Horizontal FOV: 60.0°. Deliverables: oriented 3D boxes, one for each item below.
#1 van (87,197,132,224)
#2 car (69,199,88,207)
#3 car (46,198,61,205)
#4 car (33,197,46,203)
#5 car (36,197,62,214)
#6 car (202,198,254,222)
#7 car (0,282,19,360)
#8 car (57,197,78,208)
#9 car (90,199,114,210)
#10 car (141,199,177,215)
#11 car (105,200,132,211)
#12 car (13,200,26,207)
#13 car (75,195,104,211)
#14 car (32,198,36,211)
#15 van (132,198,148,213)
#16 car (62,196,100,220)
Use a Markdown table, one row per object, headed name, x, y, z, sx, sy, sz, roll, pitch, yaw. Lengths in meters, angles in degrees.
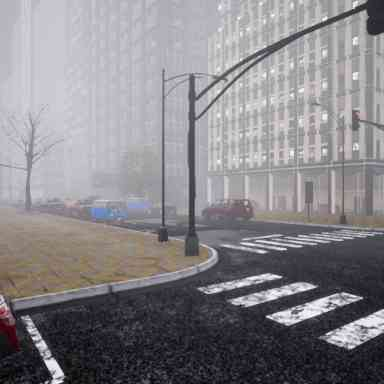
| name | x | y | z | sx | sy | sz | roll | pitch | yaw |
| --- | --- | --- | --- | --- | --- | --- | --- | --- | --- |
| van | -6.646 | 1.499 | 26.428 | 1.690 | 1.788 | 3.998 | 0 | 0 | -36 |
| car | -20.179 | 1.940 | 58.913 | 2.008 | 1.369 | 4.403 | 0 | 0 | -36 |
| car | -30.322 | 2.061 | 72.673 | 1.947 | 1.339 | 4.313 | 0 | 0 | -36 |
| car | -39.084 | 2.063 | 85.088 | 1.882 | 1.535 | 5.008 | 0 | 0 | -36 |
| car | -16.788 | 1.584 | 40.187 | 2.192 | 1.841 | 5.009 | 0 | 0 | -36 |
| car | 2.900 | 1.454 | 27.602 | 2.192 | 1.841 | 5.009 | 0 | 0 | -36 |
| car | -4.240 | 1.440 | 3.532 | 4.097 | 1.590 | 1.967 | 0 | 0 | -36 |
| car | -20.780 | 1.721 | 55.202 | 2.097 | 1.767 | 4.553 | 0 | 0 | -36 |
| car | -13.519 | 1.844 | 49.878 | 1.752 | 1.417 | 4.829 | 0 | 0 | -36 |
| car | -3.276 | 1.758 | 35.981 | 2.008 | 1.369 | 4.403 | 0 | 0 | -36 |
| car | -10.037 | 1.847 | 45.154 | 1.947 | 1.339 | 4.313 | 0 | 0 | -36 |
| car | -30.309 | 1.994 | 58.532 | 1.802 | 1.307 | 4.206 | 0 | 0 | -36 |
| car | -14.473 | 1.524 | 46.717 | 2.150 | 2.045 | 5.566 | 0 | 0 | -36 |
| car | -20.168 | 1.745 | 44.773 | 1.967 | 1.590 | 4.097 | 0 | 0 | -36 |
| van | -6.658 | 1.586 | 40.568 | 1.690 | 1.788 | 3.998 | 0 | 0 | -36 |
| car | -10.027 | 1.510 | 31.014 | 2.192 | 1.841 | 5.009 | 0 | 0 | -36 |
